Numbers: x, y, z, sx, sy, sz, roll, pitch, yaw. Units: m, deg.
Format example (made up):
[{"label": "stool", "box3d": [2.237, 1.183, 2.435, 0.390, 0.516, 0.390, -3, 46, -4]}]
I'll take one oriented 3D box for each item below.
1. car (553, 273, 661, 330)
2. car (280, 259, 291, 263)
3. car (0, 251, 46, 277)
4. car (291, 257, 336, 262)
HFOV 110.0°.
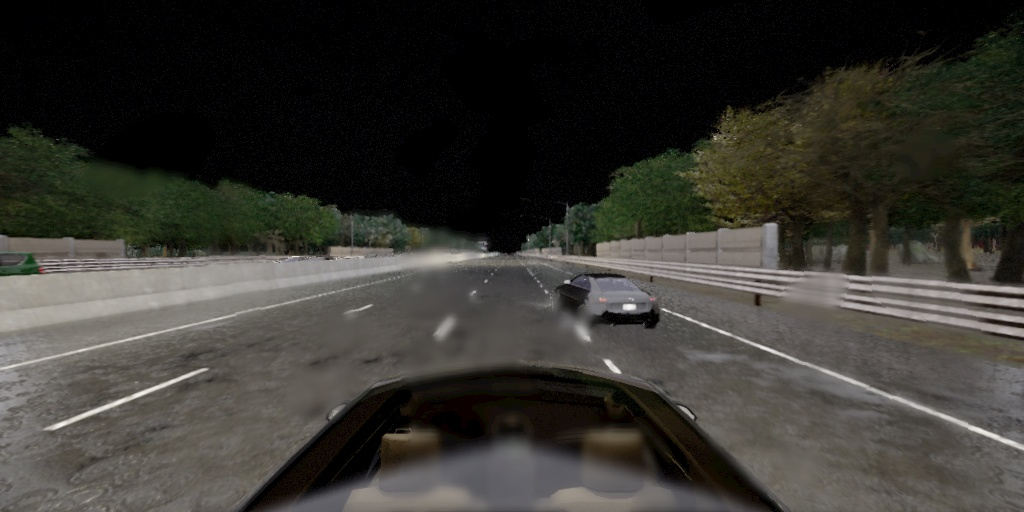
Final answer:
[{"label": "car", "box3d": [2.600, 1.188, 10.772, 1.994, 1.385, 4.181, 0, 1, -8]}, {"label": "car", "box3d": [-21.004, 0.854, 34.974, 2.033, 1.411, 5.357, 0, 1, 0]}, {"label": "car", "box3d": [-21.074, 0.817, 12.989, 2.150, 2.045, 5.566, 0, 1, 0]}, {"label": "car", "box3d": [-17.525, 0.841, 32.721, 1.837, 1.490, 4.892, 0, 0, 0]}]
